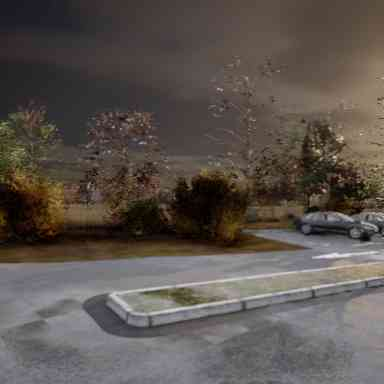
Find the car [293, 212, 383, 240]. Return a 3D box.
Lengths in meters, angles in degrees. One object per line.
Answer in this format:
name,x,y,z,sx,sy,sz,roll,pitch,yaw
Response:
car,8.821,2.001,20.753,4.892,1.521,2.231,1,-2,40
